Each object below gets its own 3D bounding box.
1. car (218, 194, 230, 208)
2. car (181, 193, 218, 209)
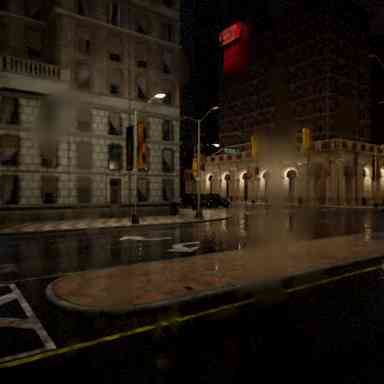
[{"bbox_3d":[3.086,1.220,48.487,2.150,2.045,5.566,0,0,-36],"label":"car"},{"bbox_3d":[0.597,1.221,45.948,2.150,2.045,5.566,0,0,-35],"label":"car"}]
